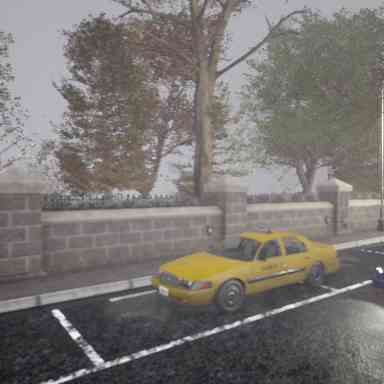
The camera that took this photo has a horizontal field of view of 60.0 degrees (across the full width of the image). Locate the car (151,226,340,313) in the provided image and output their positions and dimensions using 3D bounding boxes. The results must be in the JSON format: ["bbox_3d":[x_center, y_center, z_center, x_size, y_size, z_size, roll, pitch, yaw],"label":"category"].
[{"bbox_3d":[1.438,1.507,7.583,4.829,1.417,1.752,0,0,-35],"label":"car"}]

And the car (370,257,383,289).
[{"bbox_3d":[6.381,1.515,7.816,5.357,1.411,2.033,0,0,-35],"label":"car"}]
